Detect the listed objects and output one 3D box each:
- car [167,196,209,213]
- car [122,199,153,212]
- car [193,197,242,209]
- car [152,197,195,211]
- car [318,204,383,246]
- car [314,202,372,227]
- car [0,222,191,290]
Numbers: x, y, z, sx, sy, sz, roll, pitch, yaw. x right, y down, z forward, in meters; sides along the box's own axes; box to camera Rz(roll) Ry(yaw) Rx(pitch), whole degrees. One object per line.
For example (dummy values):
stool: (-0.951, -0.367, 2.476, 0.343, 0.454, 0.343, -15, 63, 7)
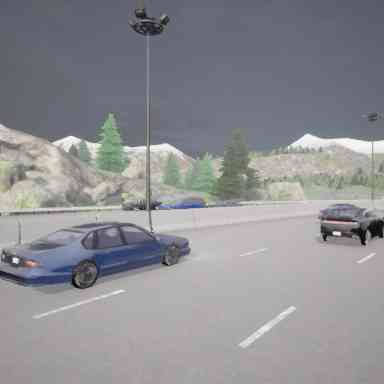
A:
car: (-0.386, 1.352, 37.589, 4.553, 1.767, 2.097, 0, 0, -43)
car: (-5.538, 1.477, 37.469, 5.008, 1.535, 1.882, 0, 0, -44)
car: (2.768, 1.491, 30.925, 4.902, 1.511, 2.128, 0, 0, -44)
car: (-1.024, 1.477, 32.100, 5.008, 1.535, 1.882, 0, 0, -45)
car: (7.623, 1.491, 15.528, 2.128, 1.511, 4.902, 0, 0, 42)
car: (11.094, 1.547, 24.189, 5.357, 1.411, 2.033, 0, 0, -44)
car: (-2.316, 1.547, 9.261, 2.033, 1.411, 5.357, 0, 0, 38)
